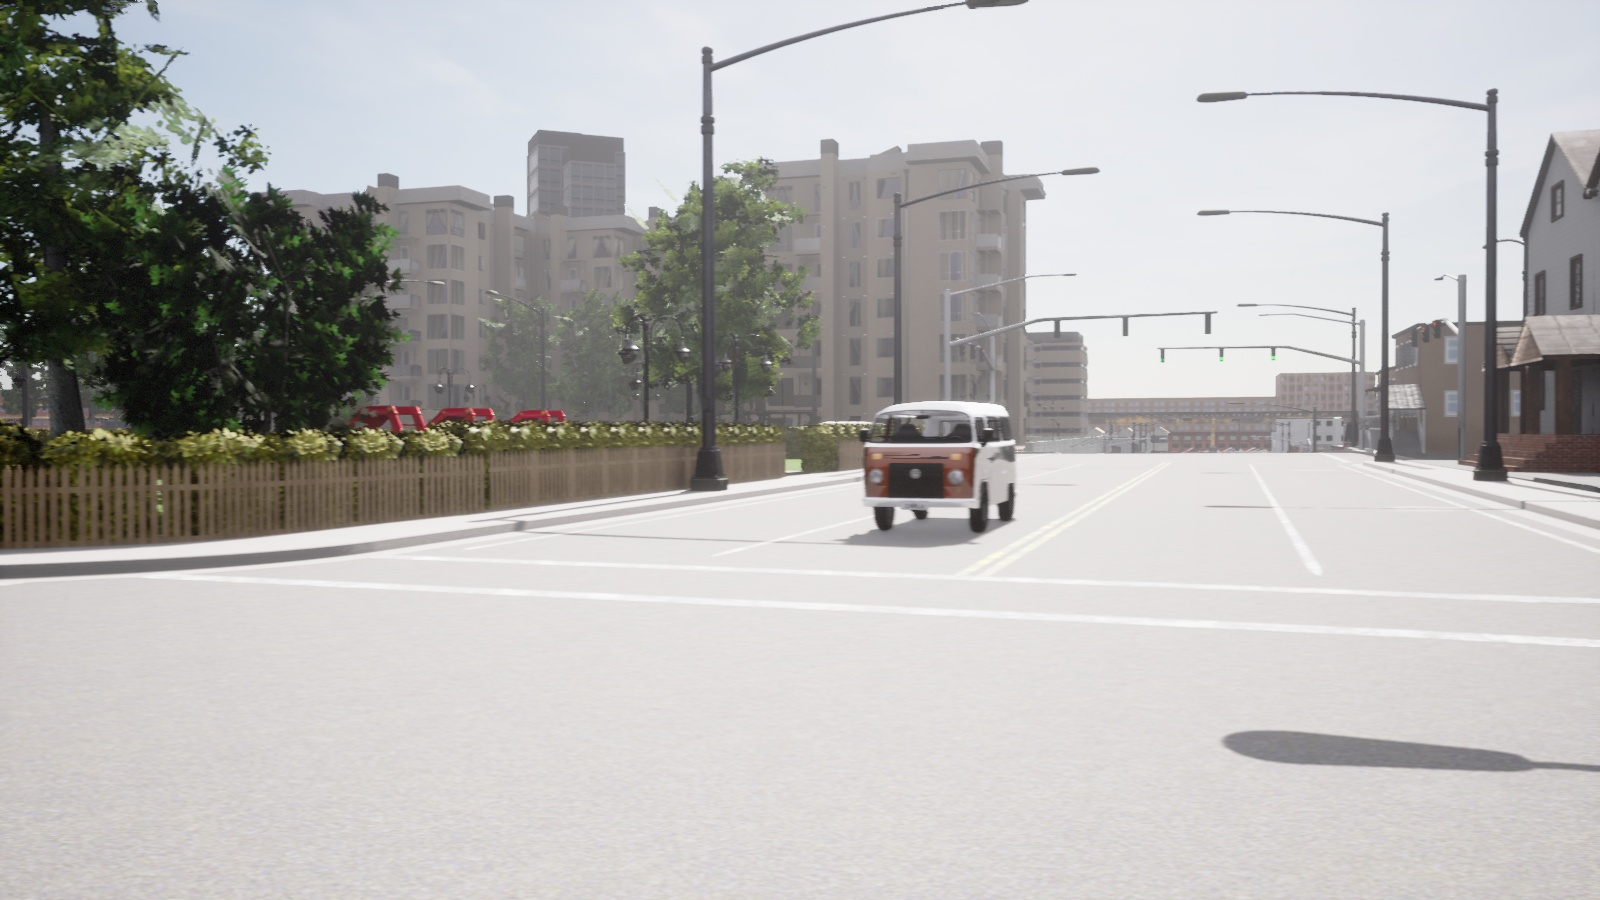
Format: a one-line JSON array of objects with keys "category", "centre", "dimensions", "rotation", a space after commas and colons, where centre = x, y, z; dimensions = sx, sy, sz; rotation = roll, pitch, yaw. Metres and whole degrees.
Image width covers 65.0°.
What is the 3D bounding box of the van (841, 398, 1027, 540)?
[{"category": "van", "centre": [2.312, 0.231, 20.481], "dimensions": [2.069, 2.038, 4.480], "rotation": [1, 1, 19]}]
